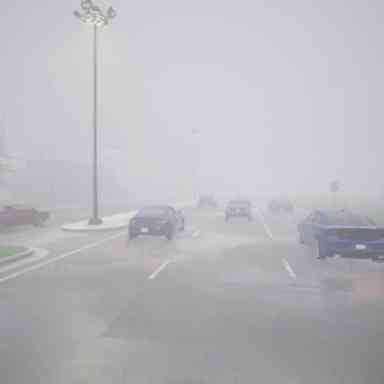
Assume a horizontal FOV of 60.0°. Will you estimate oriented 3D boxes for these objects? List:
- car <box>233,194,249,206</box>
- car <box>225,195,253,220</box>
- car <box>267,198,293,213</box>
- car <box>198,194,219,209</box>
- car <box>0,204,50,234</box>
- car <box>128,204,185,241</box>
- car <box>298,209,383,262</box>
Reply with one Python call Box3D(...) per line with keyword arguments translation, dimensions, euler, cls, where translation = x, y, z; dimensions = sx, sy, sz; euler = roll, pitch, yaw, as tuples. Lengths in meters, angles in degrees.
Box3D(translation=(6.320, 0.992, 42.321), dimensions=(1.895, 1.301, 4.718), euler=(0, 1, 9), cls="car")
Box3D(translation=(3.368, 1.202, 23.971), dimensions=(2.033, 1.411, 5.357), euler=(0, 1, 9), cls="car")
Box3D(translation=(7.925, 1.175, 30.317), dimensions=(1.895, 1.301, 4.718), euler=(0, 1, 9), cls="car")
Box3D(translation=(1.770, 0.974, 36.099), dimensions=(1.837, 1.490, 4.892), euler=(0, 1, 9), cls="car")
Box3D(translation=(-9.547, 1.314, 17.174), dimensions=(1.895, 1.301, 4.718), euler=(0, 1, 10), cls="car")
Box3D(translation=(-1.525, 1.292, 15.329), dimensions=(1.812, 1.442, 4.674), euler=(0, 1, 8), cls="car")
Box3D(translation=(4.992, 1.319, 11.600), dimensions=(1.882, 1.535, 5.008), euler=(0, 1, 8), cls="car")
